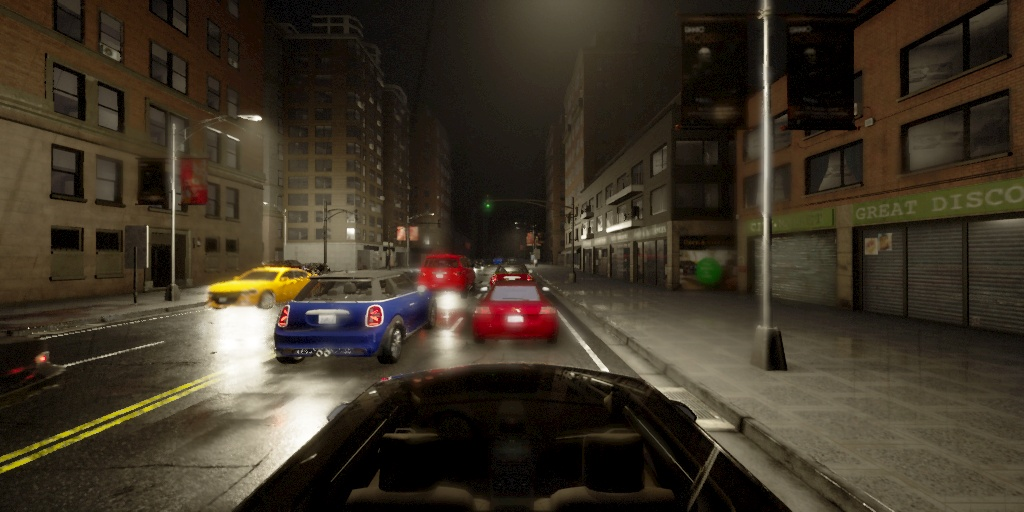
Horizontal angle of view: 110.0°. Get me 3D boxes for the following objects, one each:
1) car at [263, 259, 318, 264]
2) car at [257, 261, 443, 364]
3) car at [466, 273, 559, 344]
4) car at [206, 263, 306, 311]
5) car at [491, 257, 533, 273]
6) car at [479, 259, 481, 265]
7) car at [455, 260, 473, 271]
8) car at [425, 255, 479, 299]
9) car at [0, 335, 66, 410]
[{"bbox_3d":[-20.793,1.102,33.570,4.553,1.767,2.097,0,0,2],"label":"car"},{"bbox_3d":[-3.147,1.102,8.249,2.097,1.767,4.553,0,0,0],"label":"car"},{"bbox_3d":[0.092,1.315,9.633,1.994,1.385,4.181,0,0,0],"label":"car"},{"bbox_3d":[-9.851,1.229,14.726,1.882,1.535,5.008,0,0,0],"label":"car"},{"bbox_3d":[0.000,1.104,18.251,2.097,1.767,4.553,0,0,0],"label":"car"},{"bbox_3d":[-6.585,1.280,59.059,1.837,1.490,4.892,0,0,0],"label":"car"},{"bbox_3d":[-6.597,1.273,49.947,1.837,1.490,4.892,0,0,0],"label":"car"},{"bbox_3d":[-3.150,0.974,18.301,2.150,2.045,5.566,0,0,0],"label":"car"},{"bbox_3d":[-6.600,1.297,2.067,2.033,1.411,5.357,0,0,0],"label":"car"}]
